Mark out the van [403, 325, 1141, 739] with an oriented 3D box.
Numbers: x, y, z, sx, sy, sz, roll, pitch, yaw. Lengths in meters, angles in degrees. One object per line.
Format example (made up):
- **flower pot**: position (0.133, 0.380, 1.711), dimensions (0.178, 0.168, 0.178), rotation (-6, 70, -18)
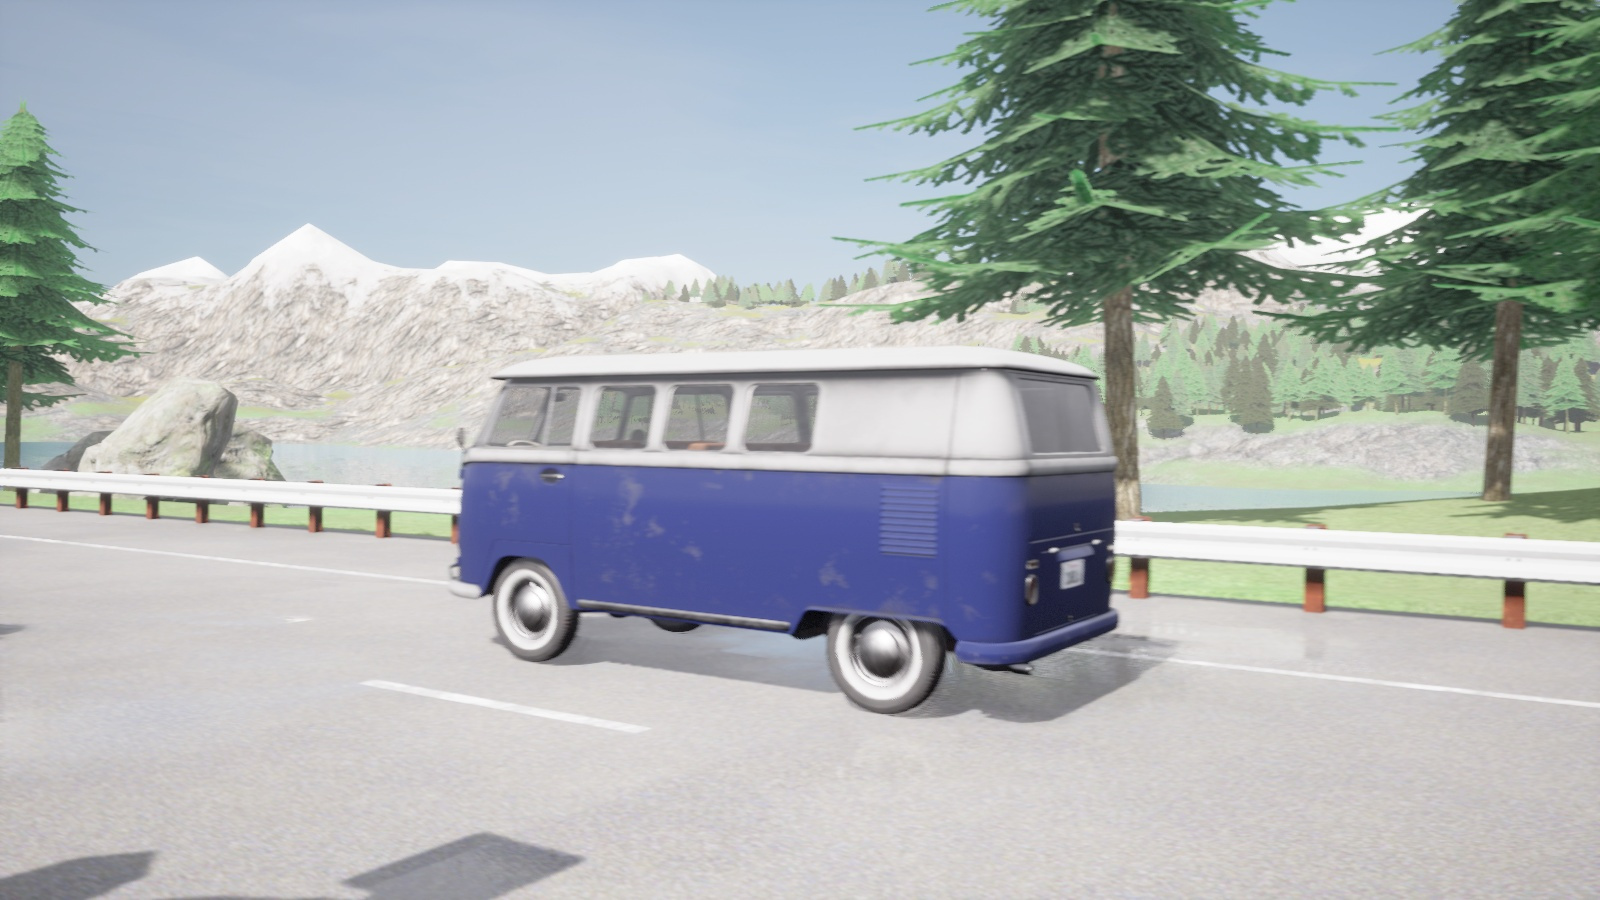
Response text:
- **van**: position (-0.309, 0.378, 7.980), dimensions (4.442, 1.987, 1.775), rotation (0, 1, 33)
